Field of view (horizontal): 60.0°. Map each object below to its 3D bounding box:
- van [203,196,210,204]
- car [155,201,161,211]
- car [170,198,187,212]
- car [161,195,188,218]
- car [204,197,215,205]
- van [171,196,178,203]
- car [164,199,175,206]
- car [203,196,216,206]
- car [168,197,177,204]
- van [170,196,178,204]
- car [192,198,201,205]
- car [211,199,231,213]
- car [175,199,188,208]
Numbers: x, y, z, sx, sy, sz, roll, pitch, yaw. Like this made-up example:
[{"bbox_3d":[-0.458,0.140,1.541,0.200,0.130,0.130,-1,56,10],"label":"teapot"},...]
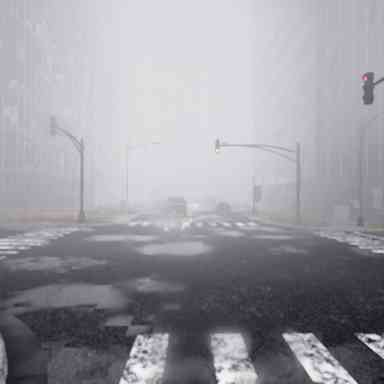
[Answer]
[{"bbox_3d":[3.481,1.855,80.048,1.690,1.788,3.998,0,0,0],"label":"van"},{"bbox_3d":[-4.163,1.906,46.826,1.802,1.307,4.206,0,0,0],"label":"car"},{"bbox_3d":[-1.670,1.655,43.391,2.097,1.767,4.553,0,0,0],"label":"car"},{"bbox_3d":[-1.599,1.462,33.454,2.150,2.045,5.566,0,0,0],"label":"car"},{"bbox_3d":[3.560,1.893,68.993,1.967,1.590,4.097,0,0,0],"label":"car"},{"bbox_3d":[-4.439,1.886,85.519,1.690,1.788,3.998,0,0,0],"label":"van"},{"bbox_3d":[-4.281,1.988,63.408,1.947,1.339,4.313,0,0,0],"label":"car"},{"bbox_3d":[3.599,1.737,63.466,2.192,1.841,5.009,0,0,0],"label":"car"},{"bbox_3d":[-4.360,1.924,74.464,1.967,1.590,4.097,0,0,0],"label":"car"},{"bbox_3d":[-4.399,1.855,79.992,1.690,1.788,3.998,0,0,0],"label":"van"},{"bbox_3d":[0.973,1.998,72.637,1.812,1.442,4.674,0,0,0],"label":"car"},{"bbox_3d":[3.806,1.856,41.356,1.947,1.339,4.313,0,0,0],"label":"car"},{"bbox_3d":[-1.752,1.931,56.851,2.033,1.411,5.357,0,0,0],"label":"car"}]
